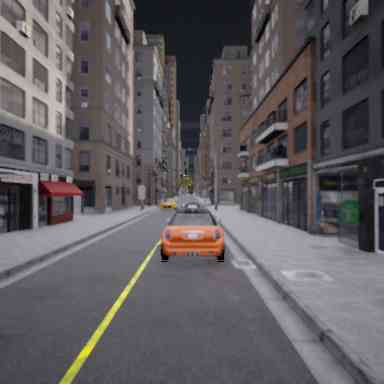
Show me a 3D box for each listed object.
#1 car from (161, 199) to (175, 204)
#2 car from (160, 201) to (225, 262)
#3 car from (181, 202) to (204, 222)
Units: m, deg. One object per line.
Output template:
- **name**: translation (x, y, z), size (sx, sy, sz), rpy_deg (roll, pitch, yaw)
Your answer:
- **car**: translation (-3.060, 1.651, 44.209), size (1.882, 1.535, 5.008), rpy_deg (0, -1, 0)
- **car**: translation (0.043, 1.398, 12.518), size (2.097, 1.767, 4.553), rpy_deg (0, 0, 0)
- **car**: translation (0.047, 1.633, 28.273), size (1.812, 1.442, 4.674), rpy_deg (0, 0, 1)
